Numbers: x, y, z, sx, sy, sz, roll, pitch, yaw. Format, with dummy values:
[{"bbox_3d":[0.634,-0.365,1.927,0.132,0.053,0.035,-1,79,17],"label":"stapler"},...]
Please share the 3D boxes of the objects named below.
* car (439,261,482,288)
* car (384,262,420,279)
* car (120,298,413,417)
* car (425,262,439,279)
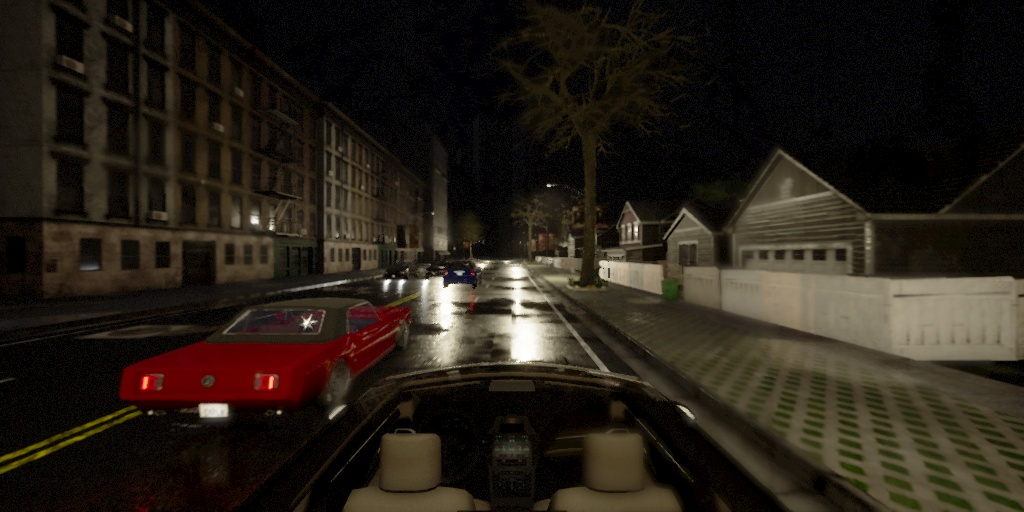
[{"bbox_3d":[-3.162,1.097,23.662,2.097,1.767,4.553,0,0,0],"label":"car"},{"bbox_3d":[-9.786,1.288,32.363,2.033,1.411,5.357,0,0,0],"label":"car"},{"bbox_3d":[-3.151,1.352,6.020,1.895,1.301,4.718,0,0,0],"label":"car"},{"bbox_3d":[-6.535,1.247,32.456,1.837,1.490,4.892,0,0,0],"label":"car"}]
